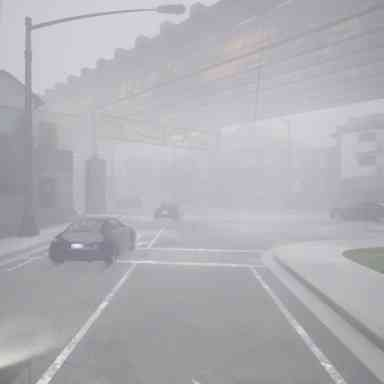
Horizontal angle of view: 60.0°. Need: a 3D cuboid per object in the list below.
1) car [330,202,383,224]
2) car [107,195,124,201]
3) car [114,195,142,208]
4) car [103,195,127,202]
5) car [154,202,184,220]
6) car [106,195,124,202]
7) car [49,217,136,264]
[{"bbox_3d":[12.980,1.478,25.007,1.882,1.535,5.008,0,0,-45],"label":"car"},{"bbox_3d":[-17.513,1.295,76.153,1.853,1.218,4.536,0,0,15],"label":"car"},{"bbox_3d":[-9.188,1.352,47.431,2.097,1.767,4.553,0,0,-45],"label":"car"},{"bbox_3d":[-16.848,1.453,72.434,4.974,1.542,2.038,0,0,-15],"label":"car"},{"bbox_3d":[-1.895,1.564,27.960,1.994,1.385,4.181,0,0,6],"label":"car"},{"bbox_3d":[-17.526,1.453,76.103,2.038,1.542,4.974,0,0,15],"label":"car"},{"bbox_3d":[-3.319,1.564,11.831,1.994,1.385,4.181,0,0,2],"label":"car"}]
